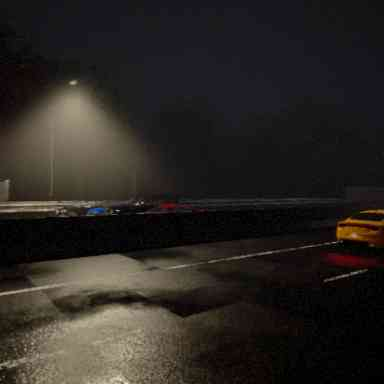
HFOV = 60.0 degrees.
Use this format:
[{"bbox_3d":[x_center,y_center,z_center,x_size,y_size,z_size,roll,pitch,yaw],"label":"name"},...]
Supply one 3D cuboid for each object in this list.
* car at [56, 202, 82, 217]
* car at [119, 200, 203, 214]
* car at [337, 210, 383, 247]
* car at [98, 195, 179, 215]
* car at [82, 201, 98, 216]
[{"bbox_3d":[-8.749,1.502,27.836,4.902,1.511,2.128,0,0,-35],"label":"car"},{"bbox_3d":[-1.544,1.488,20.082,5.008,1.535,1.882,0,0,-35],"label":"car"},{"bbox_3d":[8.118,1.492,13.962,5.008,1.535,1.882,0,0,-36],"label":"car"},{"bbox_3d":[-3.261,1.232,23.157,5.566,2.045,2.150,0,0,-35],"label":"car"},{"bbox_3d":[-5.533,1.489,25.834,5.008,1.535,1.882,0,0,-35],"label":"car"}]
